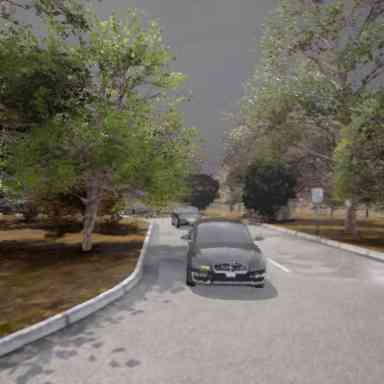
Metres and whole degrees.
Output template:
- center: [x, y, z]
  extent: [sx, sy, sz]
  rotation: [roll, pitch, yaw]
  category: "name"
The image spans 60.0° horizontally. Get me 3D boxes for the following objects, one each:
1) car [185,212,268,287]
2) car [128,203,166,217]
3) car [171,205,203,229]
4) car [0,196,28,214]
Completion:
- center: [0.797, 1.528, 9.414]
  extent: [1.837, 1.490, 4.892]
  rotation: [1, -1, -1]
  category: "car"
- center: [-5.168, 1.958, 36.760]
  extent: [4.902, 1.511, 2.128]
  rotation: [0, -2, 31]
  category: "car"
- center: [-0.374, 1.726, 23.776]
  extent: [2.128, 1.511, 4.902]
  rotation: [1, -1, -9]
  category: "car"
- center: [-16.810, 1.409, 34.663]
  extent: [4.674, 1.442, 1.812]
  rotation: [1, -2, -8]
  category: "car"
